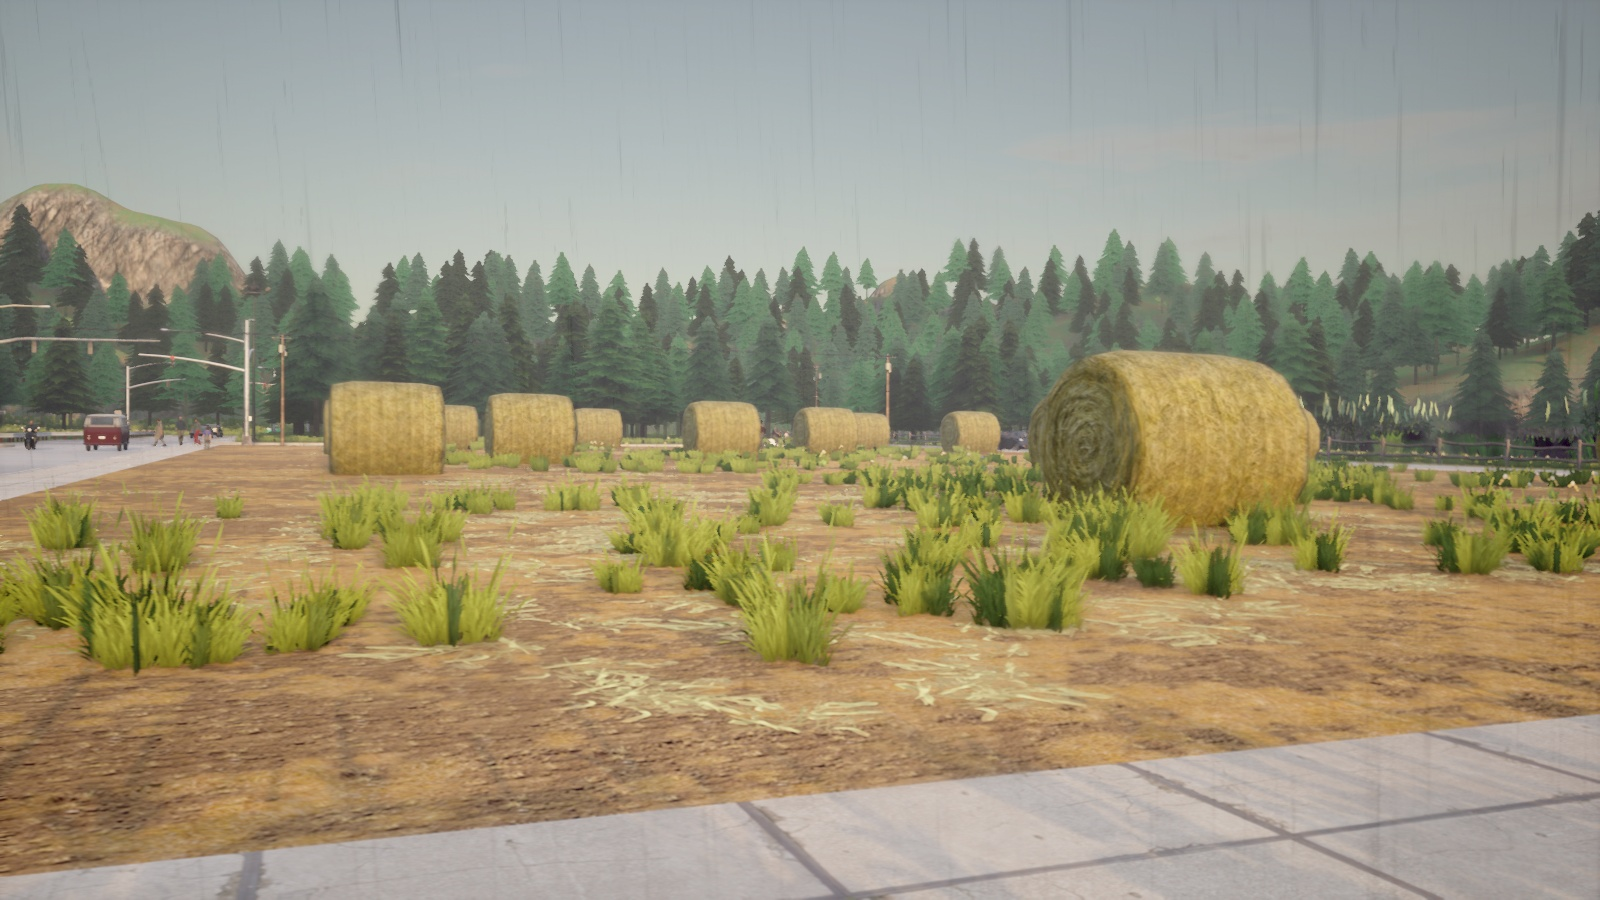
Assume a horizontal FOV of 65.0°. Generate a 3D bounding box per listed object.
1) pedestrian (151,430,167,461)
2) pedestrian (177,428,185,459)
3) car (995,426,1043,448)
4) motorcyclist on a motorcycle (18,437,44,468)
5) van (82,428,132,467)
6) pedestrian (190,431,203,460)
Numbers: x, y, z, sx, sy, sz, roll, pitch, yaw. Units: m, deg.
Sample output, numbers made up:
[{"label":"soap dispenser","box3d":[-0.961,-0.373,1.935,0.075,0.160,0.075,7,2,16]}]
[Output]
[{"label":"pedestrian","box3d":[-40.843,-0.269,80.031,0.873,1.952,0.659,-1,1,-25]},{"label":"pedestrian","box3d":[-37.565,-0.385,76.194,0.402,1.842,0.726,-1,1,-25]},{"label":"car","box3d":[15.565,-0.945,89.432,1.845,1.501,3.633,-1,1,-19]},{"label":"motorcyclist on a motorcycle","box3d":[-40.326,0.095,65.857,0.866,1.590,1.817,-1,1,-22]},{"label":"van","box3d":[-37.215,-0.154,67.496,1.775,1.987,4.442,-1,1,-22]},{"label":"pedestrian","box3d":[-39.005,-0.316,81.192,0.353,1.847,0.614,0,1,29]}]
